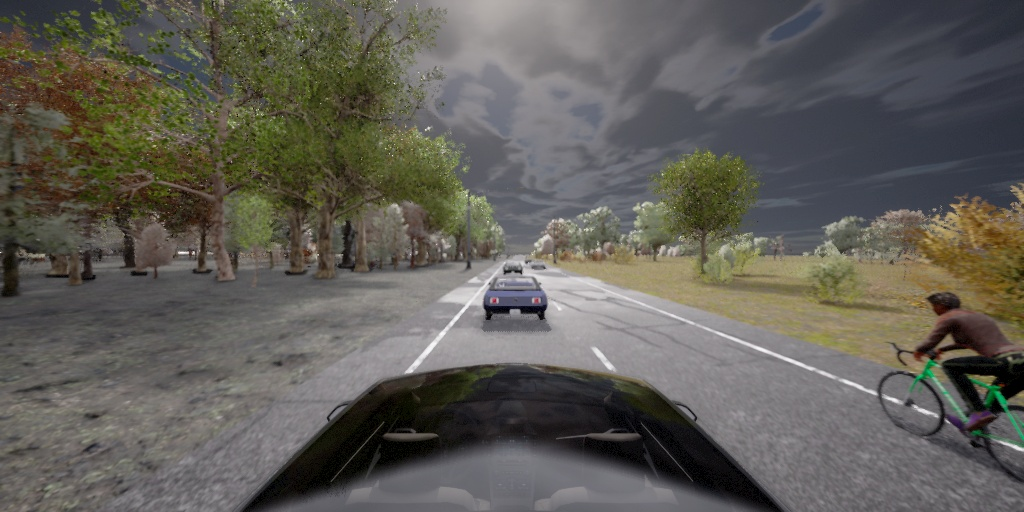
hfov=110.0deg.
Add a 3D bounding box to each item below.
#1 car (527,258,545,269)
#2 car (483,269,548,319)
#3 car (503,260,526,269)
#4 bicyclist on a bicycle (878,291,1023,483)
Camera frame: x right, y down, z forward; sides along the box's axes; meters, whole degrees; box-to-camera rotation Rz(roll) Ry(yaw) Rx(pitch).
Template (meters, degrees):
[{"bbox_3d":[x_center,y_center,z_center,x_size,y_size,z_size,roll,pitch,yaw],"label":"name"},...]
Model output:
[{"bbox_3d":[3.598,1.123,50.594,1.895,1.301,4.718,0,0,0],"label":"car"},{"bbox_3d":[0.098,1.300,12.508,1.895,1.301,4.718,0,0,0],"label":"car"},{"bbox_3d":[0.099,1.194,35.255,1.895,1.301,4.718,0,0,0],"label":"car"},{"bbox_3d":[4.466,1.194,3.553,0.582,1.620,1.656,0,0,0],"label":"bicyclist on a bicycle"}]
